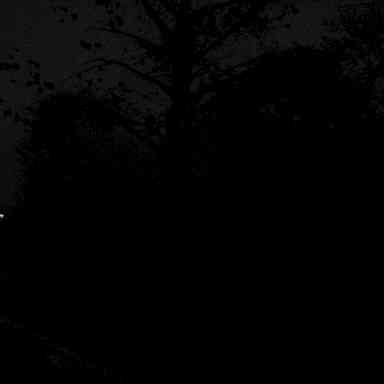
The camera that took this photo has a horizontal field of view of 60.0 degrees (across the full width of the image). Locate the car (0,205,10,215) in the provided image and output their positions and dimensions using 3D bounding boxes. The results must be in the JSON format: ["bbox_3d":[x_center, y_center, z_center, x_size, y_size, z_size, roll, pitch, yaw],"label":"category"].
[{"bbox_3d":[-28.236,2.707,49.753,1.994,1.385,4.181,0,-2,-10],"label":"car"}]

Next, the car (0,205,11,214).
[{"bbox_3d":[-33.056,2.976,57.153,1.837,1.490,4.892,0,-2,-10],"label":"car"}]
